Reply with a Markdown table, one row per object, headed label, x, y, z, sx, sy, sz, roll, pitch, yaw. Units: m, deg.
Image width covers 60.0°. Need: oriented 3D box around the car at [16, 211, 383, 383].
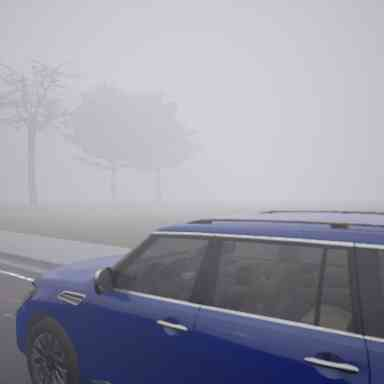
| label | x | y | z | sx | sy | sz | roll | pitch | yaw |
| --- | --- | --- | --- | --- | --- | --- | --- | --- | --- |
| car | 0.538 | 1.218 | 3.309 | 5.566 | 2.045 | 2.150 | 0 | 0 | 35 |
